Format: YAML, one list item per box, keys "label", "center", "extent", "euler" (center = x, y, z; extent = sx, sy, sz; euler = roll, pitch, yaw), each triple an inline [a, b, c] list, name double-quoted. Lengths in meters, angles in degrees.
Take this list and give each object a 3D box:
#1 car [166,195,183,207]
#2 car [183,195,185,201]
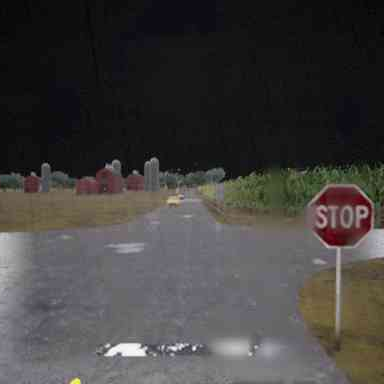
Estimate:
- label: "car"
  center: [-2.720, 1.437, 49.485]
  extent: [1.882, 1.535, 5.008]
  euler: [0, 1, 0]
- label: "car"
  center: [-2.701, 1.336, 80.666]
  extent: [2.033, 1.411, 5.357]
  euler: [0, 0, 0]
